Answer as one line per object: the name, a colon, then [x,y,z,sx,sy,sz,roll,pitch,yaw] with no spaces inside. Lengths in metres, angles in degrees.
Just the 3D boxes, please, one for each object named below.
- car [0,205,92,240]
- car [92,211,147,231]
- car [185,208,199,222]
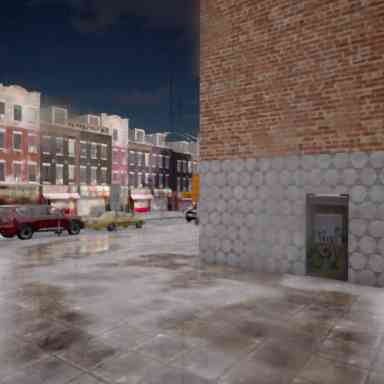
car: [-8.646,1.640,19.055,2.192,1.841,5.009,-1,-2,36]
car: [-5.310,1.956,23.691,1.752,1.417,4.829,-1,-2,36]
car: [1.064,2.197,32.556,1.947,1.339,4.313,-1,-2,36]
